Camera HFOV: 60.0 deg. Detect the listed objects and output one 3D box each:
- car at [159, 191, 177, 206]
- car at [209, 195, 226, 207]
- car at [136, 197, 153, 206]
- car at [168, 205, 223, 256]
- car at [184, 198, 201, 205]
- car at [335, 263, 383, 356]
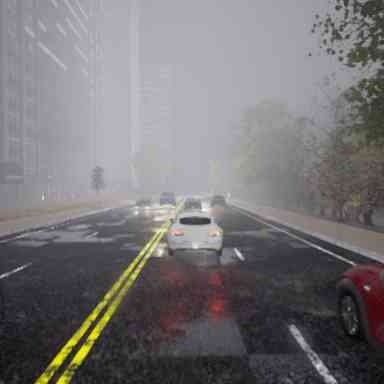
[{"bbox_3d":[-3.249,0.953,45.871,2.150,2.045,5.566,0,0,0],"label":"car"},{"bbox_3d":[3.351,1.142,43.676,1.837,1.490,4.892,0,-1,0],"label":"car"},{"bbox_3d":[-6.499,1.281,45.875,1.895,1.301,4.718,0,0,0],"label":"car"},{"bbox_3d":[0.100,1.423,12.512,1.812,1.442,4.674,0,0,0],"label":"car"},{"bbox_3d":[0.102,1.287,38.236,1.895,1.301,4.718,0,0,0],"label":"car"},{"bbox_3d":[3.343,1.322,3.535,2.097,1.767,4.553,0,0,1],"label":"car"}]
